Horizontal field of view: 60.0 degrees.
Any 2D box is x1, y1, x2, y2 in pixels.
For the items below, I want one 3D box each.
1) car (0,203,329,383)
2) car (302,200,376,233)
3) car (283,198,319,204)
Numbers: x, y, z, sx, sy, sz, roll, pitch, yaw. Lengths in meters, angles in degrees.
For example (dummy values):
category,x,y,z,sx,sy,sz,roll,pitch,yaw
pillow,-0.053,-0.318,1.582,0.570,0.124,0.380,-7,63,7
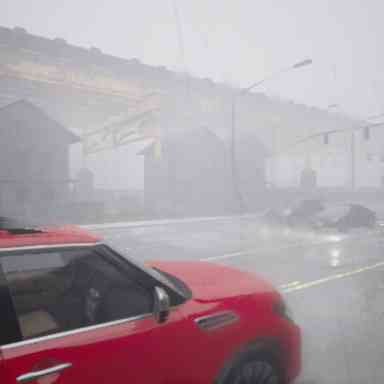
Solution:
category,x,y,z,sx,sy,sz,roll,pitch,yaw
car,-1.516,1.222,2.667,5.566,2.045,2.150,-1,0,-36
car,8.510,1.383,18.611,4.674,1.442,1.812,0,0,-35
car,6.763,1.205,21.662,4.553,1.767,2.097,-1,0,-35
